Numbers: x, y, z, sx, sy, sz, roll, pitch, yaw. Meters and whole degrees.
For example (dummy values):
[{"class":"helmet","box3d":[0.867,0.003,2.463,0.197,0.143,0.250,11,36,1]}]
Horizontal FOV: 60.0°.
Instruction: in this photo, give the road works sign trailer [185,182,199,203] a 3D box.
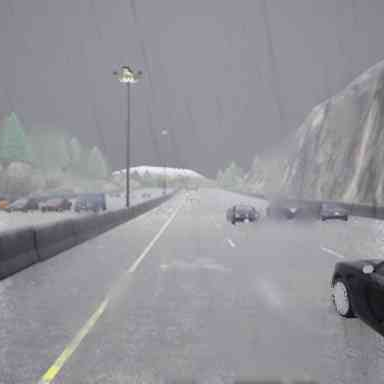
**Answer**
[{"class":"road works sign trailer","box3d":[-0.026,0.042,59.429,2.380,3.560,2.880,0,1,0]}]

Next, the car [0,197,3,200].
[{"class":"car","box3d":[-21.098,1.261,34.870,2.097,1.767,4.553,0,1,0]}]

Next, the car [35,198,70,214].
[{"class":"car","box3d":[-14.100,1.386,34.852,1.882,1.535,5.008,0,1,0]}]

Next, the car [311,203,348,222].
[{"class":"car","box3d":[10.592,1.537,26.326,1.994,1.385,4.181,0,0,0]}]

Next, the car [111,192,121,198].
[{"class":"car","box3d":[-17.520,0.654,76.246,1.994,1.385,4.181,0,1,0]}]

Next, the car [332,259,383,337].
[{"class":"car","box3d":[3.599,1.490,4.377,1.882,1.535,5.008,0,0,0]}]

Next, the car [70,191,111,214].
[{"class":"car","box3d":[-10.603,1.125,35.246,2.150,2.045,5.566,0,1,0]}]

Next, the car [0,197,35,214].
[{"class":"car","box3d":[-17.600,1.434,34.832,1.812,1.442,4.674,0,1,0]}]

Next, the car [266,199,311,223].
[{"class":"car","box3d":[7.093,1.330,25.430,2.097,1.767,4.553,0,0,0]}]

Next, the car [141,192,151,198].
[{"class":"car","box3d":[-10.520,0.698,76.219,1.895,1.301,4.718,0,1,0]}]

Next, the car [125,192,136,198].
[{"class":"car","box3d":[-14.020,0.698,76.218,1.895,1.301,4.718,0,1,0]}]

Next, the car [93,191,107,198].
[{"class":"car","box3d":[-21.020,0.602,76.244,1.837,1.490,4.892,0,1,0]}]

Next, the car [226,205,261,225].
[{"class":"car","box3d":[3.593,1.586,24.027,1.895,1.301,4.718,0,0,0]}]
